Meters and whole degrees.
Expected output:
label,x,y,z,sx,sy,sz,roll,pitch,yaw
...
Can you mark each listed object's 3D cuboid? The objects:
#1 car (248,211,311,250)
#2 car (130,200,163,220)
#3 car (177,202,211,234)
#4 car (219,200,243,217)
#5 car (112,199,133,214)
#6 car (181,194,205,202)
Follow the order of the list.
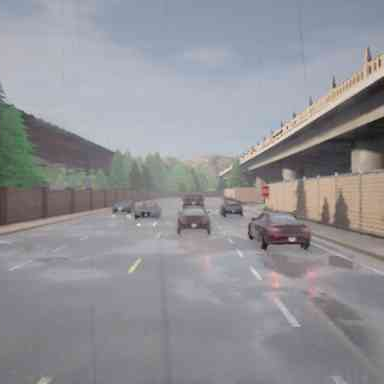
label,x,y,z,sx,sy,sz,roll,pitch,yaw
car,3.596,1.525,14.252,1.812,1.442,4.674,0,0,0
car,-3.555,1.561,27.681,1.994,1.385,4.181,0,0,0
car,0.108,1.524,19.212,1.812,1.442,4.674,0,0,0
car,3.622,1.489,31.292,2.128,1.511,4.902,0,0,0
car,-6.994,1.490,34.796,2.128,1.511,4.902,0,0,0
car,0.133,1.218,33.618,2.150,2.045,5.566,0,0,-1
